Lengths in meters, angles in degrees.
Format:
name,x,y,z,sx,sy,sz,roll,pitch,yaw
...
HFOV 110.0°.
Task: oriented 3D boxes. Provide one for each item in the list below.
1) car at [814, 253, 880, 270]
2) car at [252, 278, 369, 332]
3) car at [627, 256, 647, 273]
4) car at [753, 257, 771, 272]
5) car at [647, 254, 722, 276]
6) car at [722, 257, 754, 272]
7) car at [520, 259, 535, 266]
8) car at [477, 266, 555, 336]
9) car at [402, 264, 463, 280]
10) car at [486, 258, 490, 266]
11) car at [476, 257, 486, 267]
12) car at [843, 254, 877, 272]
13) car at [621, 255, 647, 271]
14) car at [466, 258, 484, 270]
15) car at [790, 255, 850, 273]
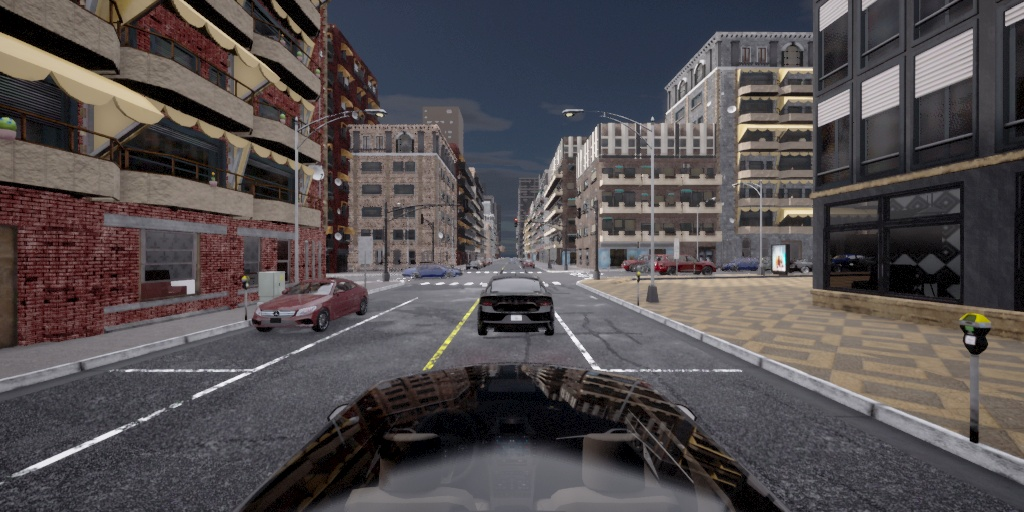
name,x,y,z,sx,sy,sz,roll,pitch,yaw
car,34.277,0.562,36.734,5.008,1.535,1.882,-1,0,0
car,-5.742,1.332,10.806,1.802,1.307,4.207,0,0,0
car,14.446,1.021,36.572,4.181,1.385,1.994,-1,0,-1
car,25.526,0.820,33.469,4.181,1.385,1.994,-1,0,-1
car,14.710,0.778,30.785,5.009,1.841,2.192,0,0,0
car,23.841,0.829,36.654,5.357,1.411,2.033,-1,0,-1
car,2.691,1.207,58.513,1.967,1.591,4.097,0,0,0
car,0.099,1.227,10.465,1.882,1.535,5.008,0,0,0
car,-7.293,1.412,33.184,5.357,1.411,2.033,-1,0,-1
car,-5.689,1.086,64.194,2.192,1.841,5.009,0,0,0
car,-5.690,1.293,58.342,1.751,1.417,4.829,0,0,0
car,31.351,0.717,30.930,4.313,1.339,1.948,0,0,0
car,14.575,0.764,39.164,5.009,1.841,2.192,0,0,0
car,-5.689,1.330,52.829,1.948,1.339,4.313,0,0,0
car,25.803,0.822,30.881,4.313,1.339,1.948,0,0,0
